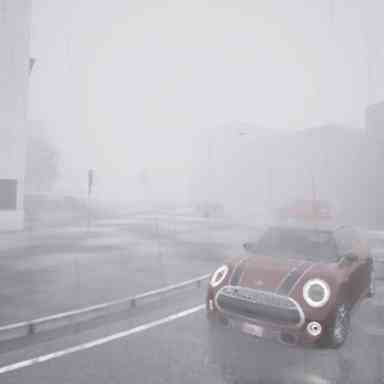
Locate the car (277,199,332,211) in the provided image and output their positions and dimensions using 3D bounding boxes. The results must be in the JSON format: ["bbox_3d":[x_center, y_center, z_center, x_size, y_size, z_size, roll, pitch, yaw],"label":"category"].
[{"bbox_3d":[9.462,1.599,28.324,2.150,2.045,5.566,2,0,-17],"label":"car"}]

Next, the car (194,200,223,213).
[{"bbox_3d":[2.014,1.805,42.714,1.882,1.535,5.008,2,0,-29],"label":"car"}]

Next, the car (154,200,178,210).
[{"bbox_3d":[-3.483,1.723,44.930,1.994,1.385,4.181,2,0,-30],"label":"car"}]

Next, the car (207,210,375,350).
[{"bbox_3d":[2.206,1.425,6.633,2.097,1.767,4.553,0,-1,36],"label":"car"}]
